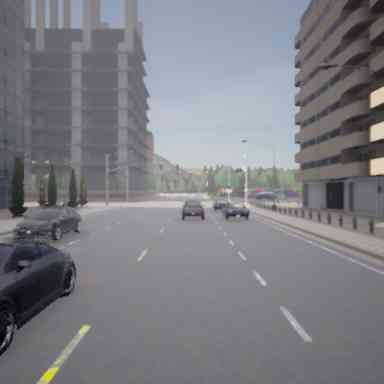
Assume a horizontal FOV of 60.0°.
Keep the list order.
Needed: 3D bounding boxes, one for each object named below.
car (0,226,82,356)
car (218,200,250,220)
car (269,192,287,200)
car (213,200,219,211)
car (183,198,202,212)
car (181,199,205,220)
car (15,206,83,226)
[{"bbox_3d":[-3.581,1.557,5.795,1.994,1.385,4.181,0,0,0],"label":"car"},{"bbox_3d":[3.567,1.569,27.992,1.895,1.301,4.718,0,0,0],"label":"car"},{"bbox_3d":[24.262,1.344,92.529,3.806,1.475,1.970,0,0,0],"label":"car"},{"bbox_3d":[3.501,1.555,39.971,1.895,1.301,4.718,0,0,0],"label":"car"},{"bbox_3d":[0.054,1.502,39.235,2.033,1.411,5.357,0,0,0],"label":"car"},{"bbox_3d":[0.094,1.460,28.119,2.128,1.511,4.902,0,0,0],"label":"car"},{"bbox_3d":[-7.005,1.498,16.697,1.837,1.490,4.892,0,0,0],"label":"car"}]
